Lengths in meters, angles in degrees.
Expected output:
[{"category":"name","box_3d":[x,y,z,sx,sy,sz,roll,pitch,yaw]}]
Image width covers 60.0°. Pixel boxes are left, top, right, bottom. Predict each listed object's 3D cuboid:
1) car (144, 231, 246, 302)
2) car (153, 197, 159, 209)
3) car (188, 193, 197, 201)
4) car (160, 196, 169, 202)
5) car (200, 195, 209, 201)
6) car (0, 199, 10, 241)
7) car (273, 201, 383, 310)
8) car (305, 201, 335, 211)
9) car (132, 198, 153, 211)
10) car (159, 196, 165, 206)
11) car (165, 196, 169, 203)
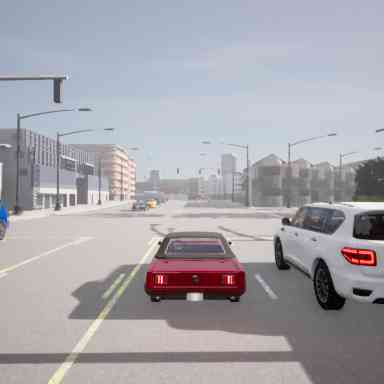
[{"category":"car","box_3d":[0.072,1.617,8.246,1.895,1.301,4.718,0,0,0]},{"category":"car","box_3d":[-7.064,1.895,55.420,1.882,1.535,5.008,0,0,0]},{"category":"car","box_3d":[0.031,1.391,88.922,2.150,2.045,5.566,0,-1,0]},{"category":"car","box_3d":[-6.970,1.682,85.355,1.812,1.442,4.674,0,0,0]},{"category":"car","box_3d":[3.531,1.525,89.274,2.097,1.767,4.553,0,-1,0]},{"category":"car","box_3d":[-9.874,1.257,13.795,2.150,2.045,5.566,1,0,0]},{"category":"car","box_3d":[3.566,1.234,7.953,2.150,2.045,5.566,0,0,0]},{"category":"car","box_3d":[18.904,2.003,48.999,2.033,1.411,5.357,-1,-1,45]},{"category":"car","box_3d":[-7.077,1.856,46.035,2.128,1.511,4.902,0,0,1]},{"category":"car","box_3d":[-7.016,1.864,64.955,1.837,1.490,4.892,0,1,0]},{"category":"car","box_3d":[-6.974,1.743,75.102,2.128,1.511,4.902,0,1,0]}]
